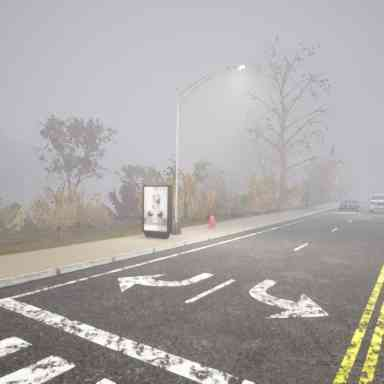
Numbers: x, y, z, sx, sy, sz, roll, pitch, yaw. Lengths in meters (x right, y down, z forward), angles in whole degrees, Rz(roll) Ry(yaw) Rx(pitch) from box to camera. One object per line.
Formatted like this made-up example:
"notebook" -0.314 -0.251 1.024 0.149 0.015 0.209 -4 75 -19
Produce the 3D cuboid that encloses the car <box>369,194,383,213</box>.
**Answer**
"car" 21.560 1.262 37.946 2.150 2.045 5.566 0 0 31

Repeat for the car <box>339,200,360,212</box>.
"car" 18.777 1.602 39.625 1.994 1.385 4.181 0 0 31
